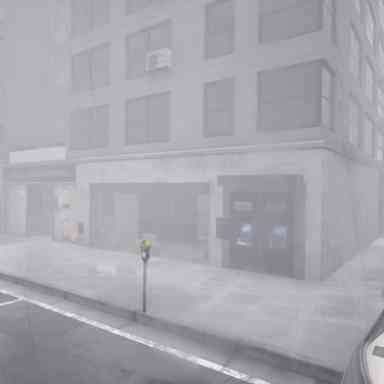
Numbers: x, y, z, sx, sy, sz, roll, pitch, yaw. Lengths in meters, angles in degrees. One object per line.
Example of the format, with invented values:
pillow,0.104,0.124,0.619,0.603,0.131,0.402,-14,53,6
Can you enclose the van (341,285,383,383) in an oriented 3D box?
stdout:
van,2.592,1.341,1.095,3.998,1.788,1.690,0,1,36
